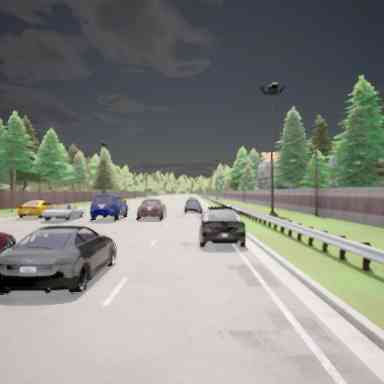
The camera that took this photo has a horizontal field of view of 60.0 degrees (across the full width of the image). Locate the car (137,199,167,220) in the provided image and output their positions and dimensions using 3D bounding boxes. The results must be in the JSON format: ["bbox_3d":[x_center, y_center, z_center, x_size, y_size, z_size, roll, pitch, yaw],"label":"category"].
[{"bbox_3d":[-3.347,1.387,28.347,2.097,1.767,4.553,0,0,0],"label":"car"}]

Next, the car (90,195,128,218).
[{"bbox_3d":[-6.848,1.259,27.901,2.150,2.045,5.566,0,0,0],"label":"car"}]

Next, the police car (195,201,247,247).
[{"bbox_3d":[1.255,1.442,15.263,1.930,1.638,5.238,0,0,0],"label":"police car"}]

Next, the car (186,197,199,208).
[{"bbox_3d":[0.094,1.563,49.939,1.837,1.490,4.892,0,0,0],"label":"car"}]

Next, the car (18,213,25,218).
[{"bbox_3d":[-6.894,1.543,9.441,1.812,1.442,4.674,0,0,0],"label":"car"}]

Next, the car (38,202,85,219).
[{"bbox_3d":[-10.349,1.641,27.136,1.895,1.301,4.718,0,0,0],"label":"car"}]

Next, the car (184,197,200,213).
[{"bbox_3d":[0.110,1.608,38.336,1.994,1.385,4.181,0,0,0],"label":"car"}]

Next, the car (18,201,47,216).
[{"bbox_3d":[-13.842,1.524,30.242,1.882,1.535,5.008,0,0,0],"label":"car"}]

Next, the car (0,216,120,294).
[{"bbox_3d":[-3.381,1.577,8.878,1.994,1.385,4.181,0,0,0],"label":"car"}]
